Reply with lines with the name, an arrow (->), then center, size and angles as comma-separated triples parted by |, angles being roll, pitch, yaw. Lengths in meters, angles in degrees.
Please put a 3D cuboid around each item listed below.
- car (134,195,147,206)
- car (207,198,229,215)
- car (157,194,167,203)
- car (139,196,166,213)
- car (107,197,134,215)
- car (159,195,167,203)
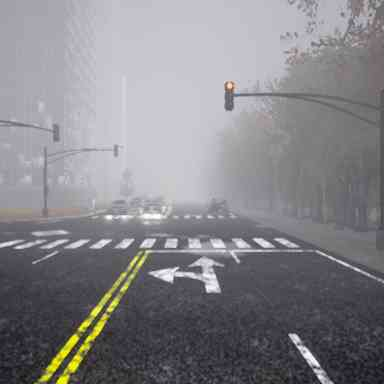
car -> -8.224, 1.505, 49.457 | 1.837, 1.490, 4.892 | 0, 0, -3
car -> 2.569, 1.337, 33.398 | 2.128, 1.511, 4.902 | 4, 3, -2
car -> -6.180, 1.339, 68.563 | 2.097, 1.767, 4.553 | 0, 0, -4
car -> -4.332, 1.489, 37.216 | 2.128, 1.511, 4.902 | 0, 0, -3
car -> -7.457, 1.523, 34.416 | 1.812, 1.442, 4.674 | 0, 0, -3
car -> -5.187, 1.506, 53.114 | 1.837, 1.490, 4.892 | 0, 0, -4
